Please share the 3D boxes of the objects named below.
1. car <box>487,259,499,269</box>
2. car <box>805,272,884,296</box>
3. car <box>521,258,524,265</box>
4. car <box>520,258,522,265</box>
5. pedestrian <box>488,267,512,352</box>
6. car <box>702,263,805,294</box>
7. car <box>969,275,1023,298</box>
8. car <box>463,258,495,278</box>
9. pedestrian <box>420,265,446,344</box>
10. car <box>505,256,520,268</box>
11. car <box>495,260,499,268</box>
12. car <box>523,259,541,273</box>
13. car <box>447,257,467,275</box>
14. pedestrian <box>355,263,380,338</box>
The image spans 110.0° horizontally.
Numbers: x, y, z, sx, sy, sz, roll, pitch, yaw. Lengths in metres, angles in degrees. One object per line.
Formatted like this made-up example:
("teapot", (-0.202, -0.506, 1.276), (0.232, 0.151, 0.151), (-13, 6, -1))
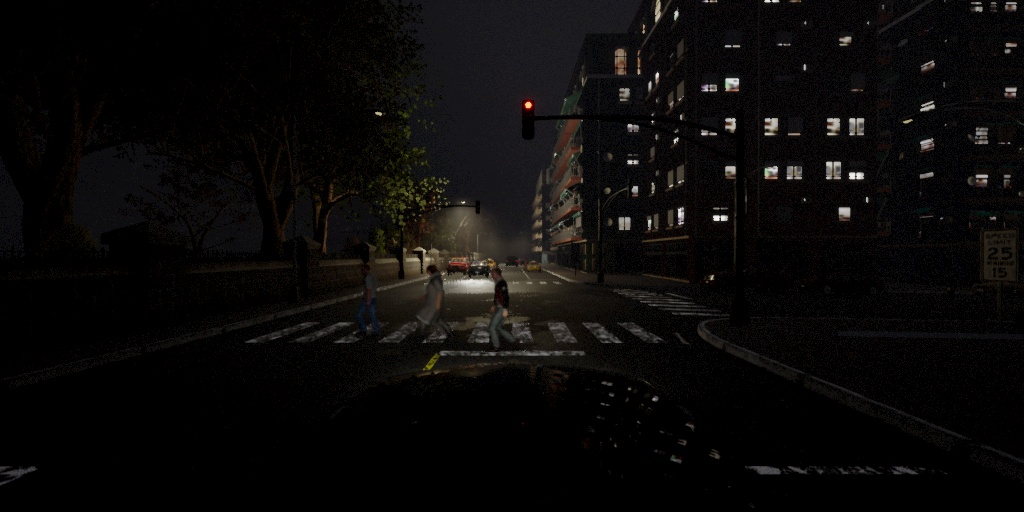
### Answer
("car", (-3.083, 1.293, 58.587), (1.812, 1.442, 4.674), (0, 0, 0))
("car", (20.293, 1.671, 22.255), (4.507, 1.381, 1.888), (0, 0, 0))
("car", (2.689, 1.306, 49.891), (1.888, 1.381, 4.507), (0, 0, 0))
("car", (2.689, 1.316, 55.427), (2.007, 1.370, 4.403), (0, 0, 0))
("pedestrian", (-0.247, 1.043, 7.392), (0.375, 1.860, 0.375), (0, 0, 0))
("car", (14.598, 1.338, 22.236), (5.009, 1.841, 2.192), (0, 0, 0))
("car", (31.515, 1.857, 22.290), (4.829, 1.417, 1.751), (0, 0, 0))
("car", (-3.088, 1.245, 34.761), (2.128, 1.511, 4.902), (0, 0, 0))
("pedestrian", (-1.768, 1.043, 8.041), (0.375, 1.860, 0.375), (0, 0, 0))
("car", (-0.001, 0.993, 63.751), (2.150, 2.045, 5.566), (0, 0, 0))
("car", (-3.091, 1.237, 46.381), (1.882, 1.535, 5.008), (0, 0, 0))
("car", (2.689, 1.283, 44.526), (1.751, 1.417, 4.829), (0, 0, 0))
("car", (-5.691, 1.069, 38.820), (2.192, 1.841, 5.009), (0, 0, 0))
("pedestrian", (-3.465, 1.043, 8.640), (0.375, 1.860, 0.375), (0, 0, 0))
